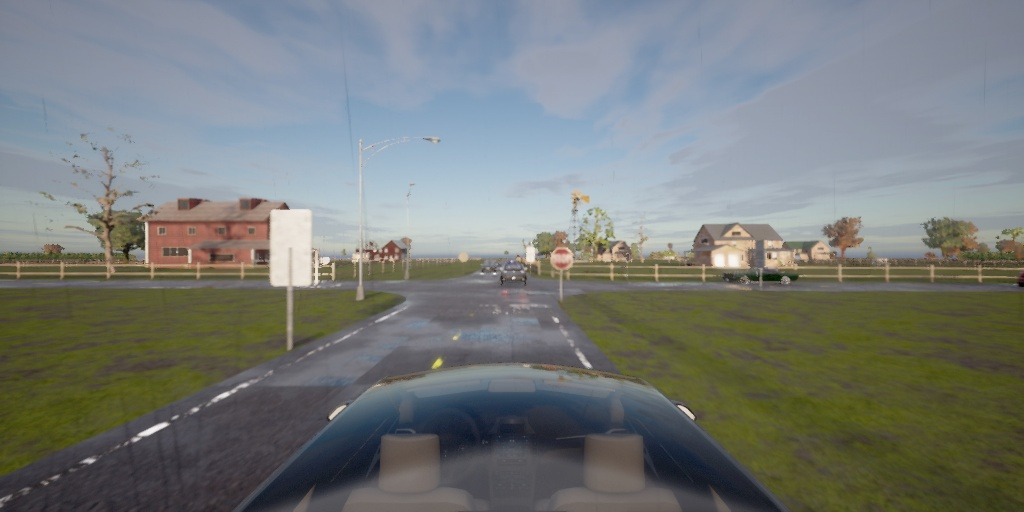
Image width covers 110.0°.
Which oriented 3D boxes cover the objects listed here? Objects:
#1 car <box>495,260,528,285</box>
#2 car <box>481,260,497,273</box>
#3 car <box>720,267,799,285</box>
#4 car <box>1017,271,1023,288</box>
[{"bbox_3d":[0.110,1.260,26.084,2.128,1.511,4.902,0,0,0],"label":"car"},{"bbox_3d":[-2.805,1.283,44.833,1.837,1.490,4.892,0,0,0],"label":"car"},{"bbox_3d":[17.982,1.430,26.239,4.718,1.301,1.895,0,0,0],"label":"car"},{"bbox_3d":[36.025,1.260,23.142,4.553,1.767,2.097,0,0,0],"label":"car"}]
